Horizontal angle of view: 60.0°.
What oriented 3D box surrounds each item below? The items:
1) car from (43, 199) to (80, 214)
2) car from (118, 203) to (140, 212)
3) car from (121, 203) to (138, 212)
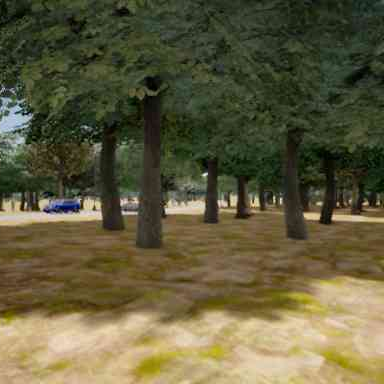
[{"bbox_3d":[-18.140,2.020,46.508,2.150,2.045,5.566,1,-1,22],"label":"car"},{"bbox_3d":[-11.845,2.855,62.573,1.837,1.490,4.892,0,-2,20],"label":"car"},{"bbox_3d":[-10.235,2.794,58.143,1.994,1.385,4.181,0,-2,20],"label":"car"}]
